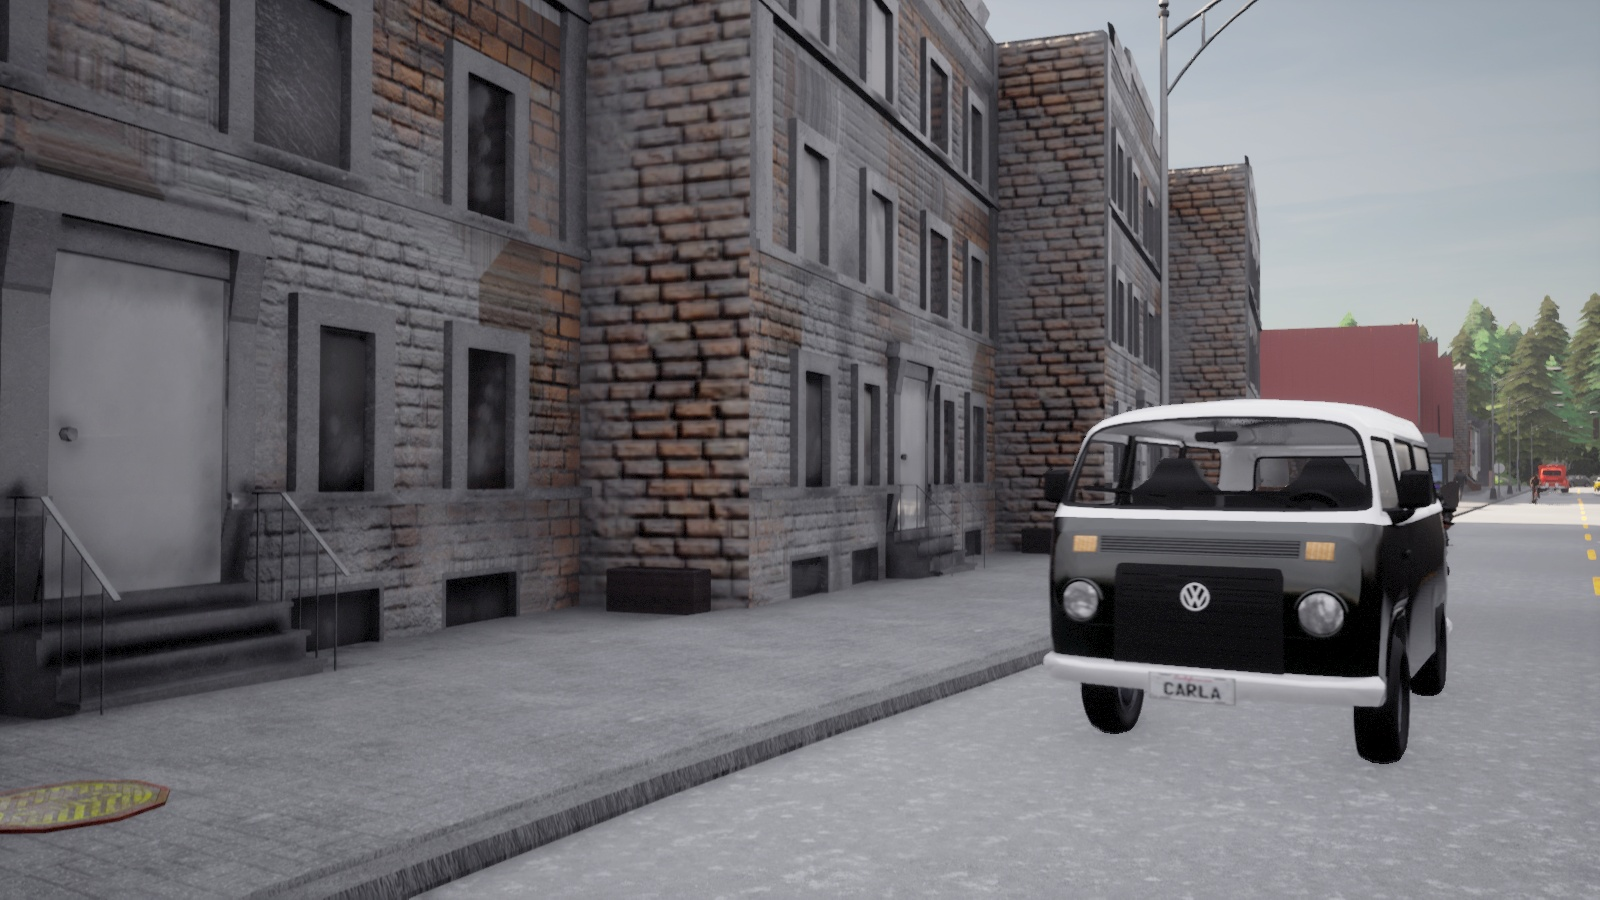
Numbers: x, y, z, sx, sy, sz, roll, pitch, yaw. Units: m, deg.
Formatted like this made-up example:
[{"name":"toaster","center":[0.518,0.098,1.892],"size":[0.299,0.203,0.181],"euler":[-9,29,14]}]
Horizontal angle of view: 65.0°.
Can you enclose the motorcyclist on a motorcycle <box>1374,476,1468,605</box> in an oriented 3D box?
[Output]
[{"name":"motorcyclist on a motorcycle","center":[8.016,1.104,16.156],"size":[0.866,1.530,2.191],"euler":[-1,-1,32]}]

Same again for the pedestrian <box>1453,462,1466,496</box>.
[{"name":"pedestrian","center":[36.394,1.601,69.295],"size":[0.563,1.883,0.849],"euler":[-1,-1,23]}]

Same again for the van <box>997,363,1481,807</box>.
[{"name":"van","center":[3.136,0.677,8.232],"size":[2.069,2.038,4.480],"euler":[-1,-2,32]}]
